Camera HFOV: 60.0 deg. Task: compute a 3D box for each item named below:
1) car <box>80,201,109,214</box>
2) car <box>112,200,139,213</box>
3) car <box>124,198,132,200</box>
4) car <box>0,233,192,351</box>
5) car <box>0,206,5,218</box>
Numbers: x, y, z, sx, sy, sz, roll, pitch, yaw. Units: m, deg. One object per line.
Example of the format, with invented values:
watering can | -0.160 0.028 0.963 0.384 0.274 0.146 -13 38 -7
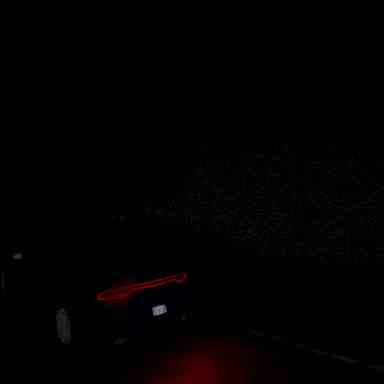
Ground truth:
car | -11.923 1.856 41.075 1.882 1.535 5.008 0 0 9
car | -8.252 1.970 41.814 1.895 1.301 4.718 0 0 11
car | -13.346 2.068 69.684 1.882 1.535 5.008 0 -1 26
car | -2.172 1.539 6.490 1.882 1.535 5.008 0 0 -44
car | -20.292 1.833 32.233 2.128 1.511 4.902 0 0 5
